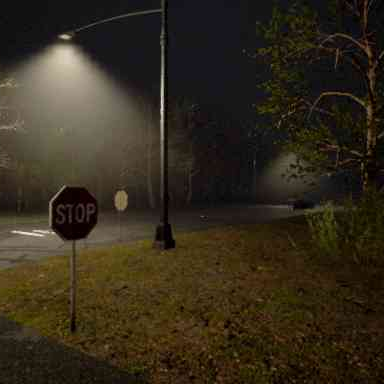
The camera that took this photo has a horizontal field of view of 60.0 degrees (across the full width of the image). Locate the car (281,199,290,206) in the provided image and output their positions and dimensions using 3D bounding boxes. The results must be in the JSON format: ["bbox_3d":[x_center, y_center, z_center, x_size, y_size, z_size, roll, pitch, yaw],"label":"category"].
[{"bbox_3d":[18.098,1.927,61.654,1.895,1.301,4.718,0,0,36],"label":"car"}]

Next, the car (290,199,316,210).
[{"bbox_3d":[15.834,1.736,46.645,1.882,1.535,5.008,0,0,36],"label":"car"}]
